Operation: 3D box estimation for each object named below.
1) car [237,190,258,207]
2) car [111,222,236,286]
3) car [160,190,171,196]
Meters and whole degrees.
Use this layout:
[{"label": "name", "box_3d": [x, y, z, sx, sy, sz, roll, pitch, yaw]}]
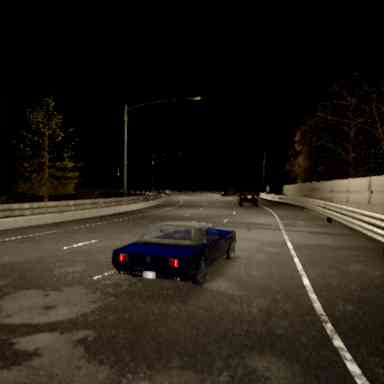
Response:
[{"label": "car", "box_3d": [6.925, 0.734, 41.851, 2.150, 2.045, 5.566, 1, 1, 4]}, {"label": "car", "box_3d": [-0.136, 1.473, 9.213, 1.895, 1.301, 4.718, 1, 1, 20]}, {"label": "car", "box_3d": [-7.133, 0.247, 88.442, 2.128, 1.511, 4.902, 0, 1, -22]}]
